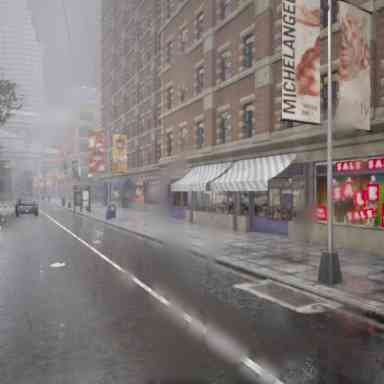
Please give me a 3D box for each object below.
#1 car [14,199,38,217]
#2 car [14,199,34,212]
[{"bbox_3d":[-15.665,1.492,31.516,2.128,1.511,4.902,0,0,-28],"label":"car"},{"bbox_3d":[-20.250,1.547,40.113,2.033,1.411,5.357,0,0,-27],"label":"car"}]
